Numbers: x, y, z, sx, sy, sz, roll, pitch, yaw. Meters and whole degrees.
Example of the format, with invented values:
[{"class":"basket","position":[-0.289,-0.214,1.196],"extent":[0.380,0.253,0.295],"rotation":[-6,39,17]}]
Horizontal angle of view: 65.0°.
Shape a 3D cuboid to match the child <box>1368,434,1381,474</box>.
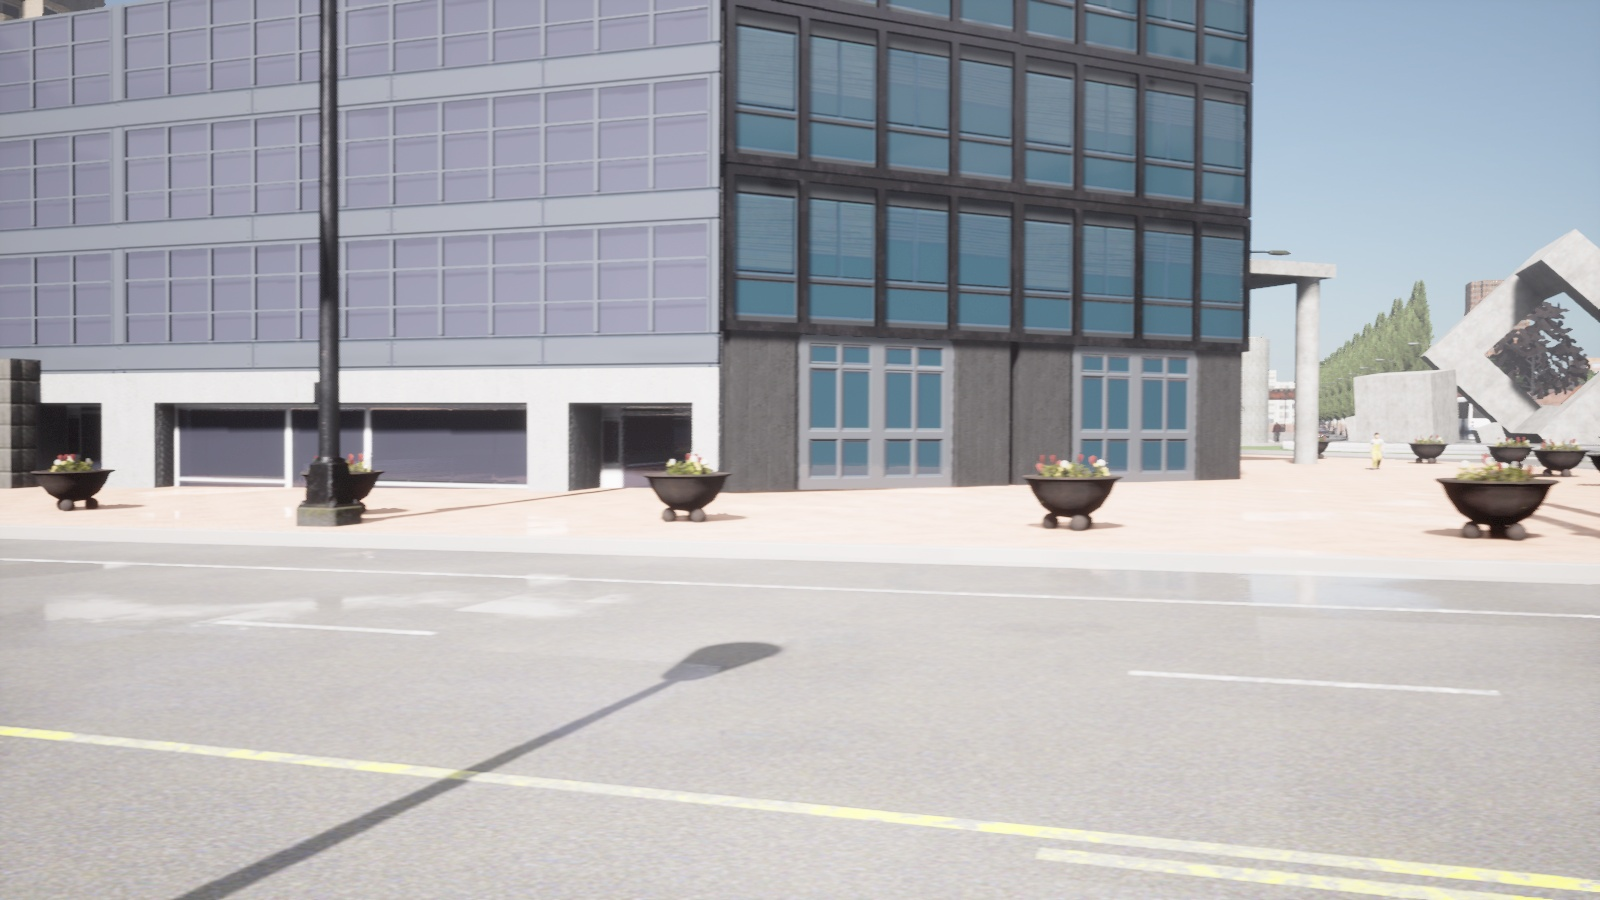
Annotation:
[{"class":"child","position":[18.134,0.114,39.656],"extent":[0.270,1.263,0.437],"rotation":[1,1,12]}]
